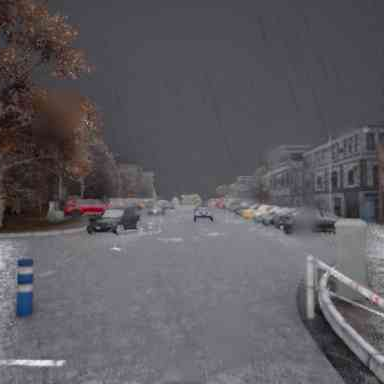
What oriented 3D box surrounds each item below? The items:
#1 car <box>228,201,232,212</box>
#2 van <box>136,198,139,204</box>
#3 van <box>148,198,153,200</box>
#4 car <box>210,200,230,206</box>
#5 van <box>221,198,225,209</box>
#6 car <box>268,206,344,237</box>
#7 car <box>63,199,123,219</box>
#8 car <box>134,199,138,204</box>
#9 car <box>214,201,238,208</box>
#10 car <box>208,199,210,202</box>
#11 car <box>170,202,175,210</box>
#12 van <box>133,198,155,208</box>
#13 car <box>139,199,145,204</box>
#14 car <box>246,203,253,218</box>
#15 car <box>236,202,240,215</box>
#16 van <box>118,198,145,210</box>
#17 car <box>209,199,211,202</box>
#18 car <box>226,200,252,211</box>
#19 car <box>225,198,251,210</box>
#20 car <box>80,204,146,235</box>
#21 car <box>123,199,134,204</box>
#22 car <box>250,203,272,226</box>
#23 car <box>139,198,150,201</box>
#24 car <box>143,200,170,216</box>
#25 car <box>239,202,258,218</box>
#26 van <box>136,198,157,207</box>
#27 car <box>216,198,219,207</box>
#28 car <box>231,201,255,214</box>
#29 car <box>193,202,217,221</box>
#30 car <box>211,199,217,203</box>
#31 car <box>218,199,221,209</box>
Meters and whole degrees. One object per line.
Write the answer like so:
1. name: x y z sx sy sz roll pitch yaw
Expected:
1. car: 7.365 2.140 40.296 4.792 1.488 2.163 1 -1 -20
2. van: -10.526 1.973 49.098 4.442 1.987 1.878 0 -1 -20
3. van: -10.308 2.230 63.908 4.442 1.987 1.878 0 -1 -20
4. car: 7.433 3.008 87.245 4.792 1.488 2.163 1 -2 -20
5. van: 7.293 2.071 52.002 4.442 1.987 1.878 1 -1 -20
6. car: 7.382 1.792 19.778 4.892 1.521 2.231 1 -1 -20
7. car: -10.401 1.715 34.438 5.566 2.045 2.435 0 -1 -20
8. car: -10.446 2.180 46.184 4.792 1.488 2.163 0 -1 -20
9. car: 7.396 2.677 72.573 4.892 1.521 2.231 1 -1 -20
10. car: 7.583 2.918 84.363 5.366 1.575 1.946 1 -2 -20
11. car: -4.051 2.454 58.444 1.994 1.385 4.181 0 -1 1
12. van: -10.520 2.401 72.650 4.442 1.987 1.878 0 -1 -20
13. car: -10.409 2.248 52.083 4.892 1.521 2.231 0 -1 -20
14. car: 7.391 1.968 28.573 4.674 1.452 2.002 1 -1 -20
15. car: 7.392 2.060 34.441 4.674 1.452 2.002 1 -1 -20
16. van: -10.526 2.124 57.933 4.442 1.987 1.878 0 -1 -20
17. car: 7.580 2.796 78.503 5.366 1.575 1.946 1 -2 -20
18. car: 7.400 2.158 43.243 4.892 1.521 2.231 1 -1 -20
19. car: 7.427 2.079 46.185 4.553 1.767 2.185 1 -1 -20
20. car: -4.743 1.760 20.884 1.882 1.535 5.008 1 -1 10
21. car: -10.394 1.978 43.264 4.553 1.767 2.185 0 -1 -20
22. car: 7.395 1.884 25.640 4.892 1.521 2.231 1 -1 -20
23. car: -10.242 2.293 55.093 5.366 1.575 1.946 0 -1 -20
24. car: -4.114 2.070 39.526 2.128 1.511 4.902 0 -1 0
25. car: 7.561 1.975 31.576 5.366 1.575 1.946 1 -1 -20
26. van: -10.302 2.460 75.682 4.442 1.987 1.878 0 -2 -20
27. car: 7.372 2.326 60.836 4.553 1.767 2.185 1 -1 -20
28. car: 7.402 2.067 37.371 4.892 1.521 2.231 1 -1 -20
29. car: 1.069 2.039 32.976 2.033 1.411 5.357 0 -1 0
30. car: 7.432 2.312 66.725 5.566 2.045 2.435 1 -1 -20
31. car: 7.391 2.349 54.976 5.008 1.535 2.097 1 -1 -20
